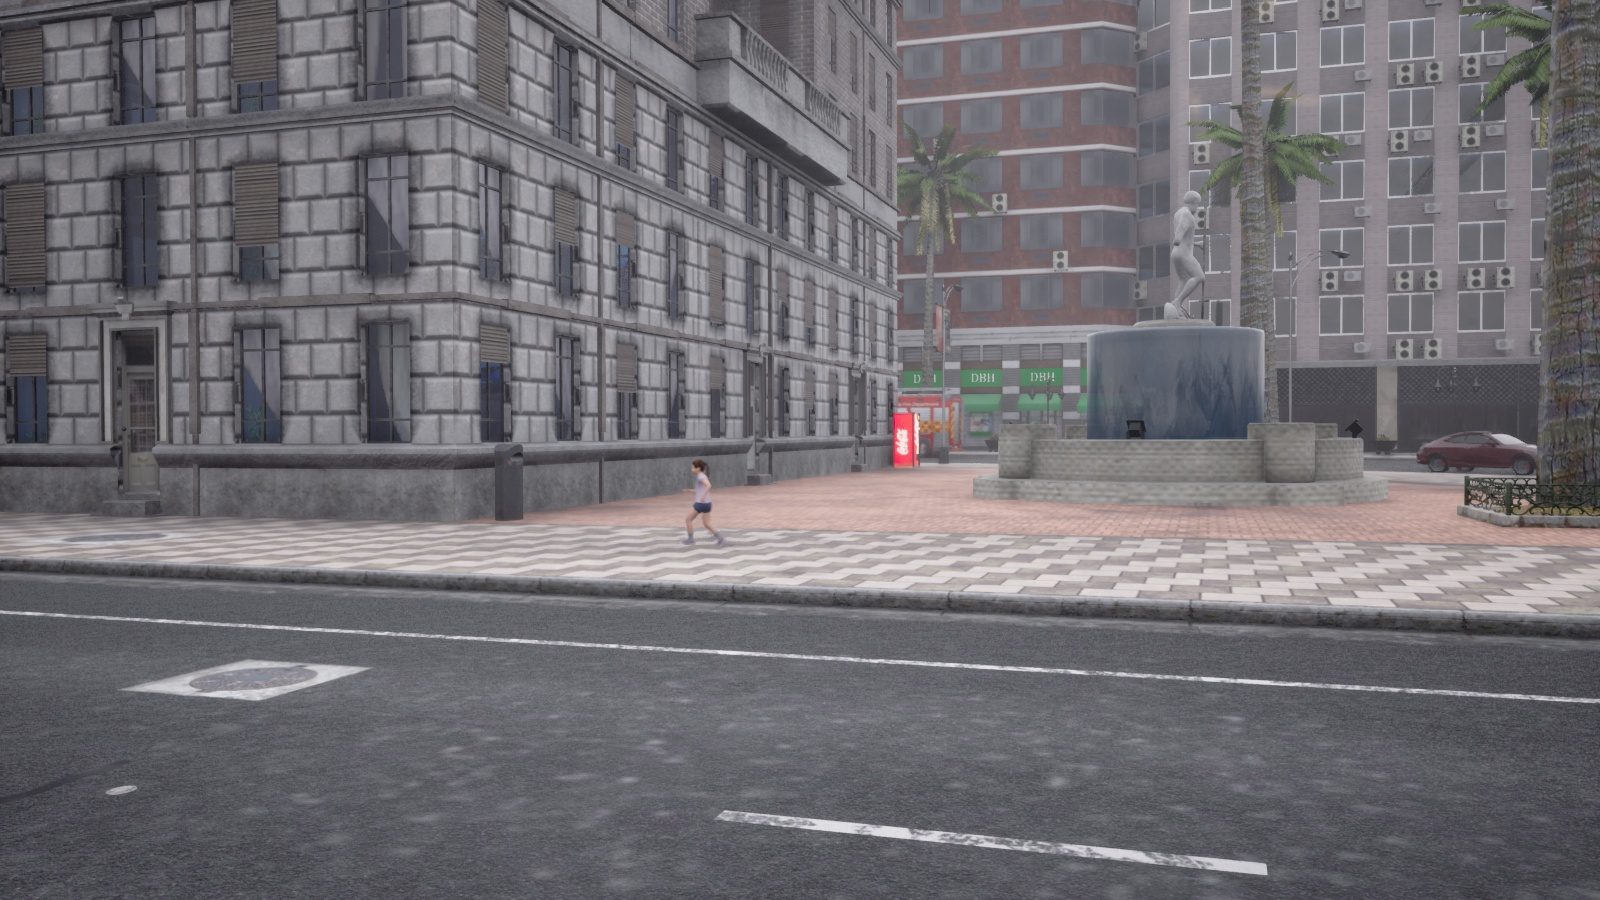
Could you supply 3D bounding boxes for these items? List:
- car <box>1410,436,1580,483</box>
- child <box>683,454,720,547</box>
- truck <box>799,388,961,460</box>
[{"bbox_3d":[23.185,0.266,42.057,1.812,1.442,4.674,0,1,-32],"label":"car"},{"bbox_3d":[-1.202,0.613,15.331,0.394,1.110,0.255,0,1,17],"label":"child"},{"bbox_3d":[4.415,-1.439,69.792,8.468,3.827,2.891,1,1,21],"label":"truck"}]
